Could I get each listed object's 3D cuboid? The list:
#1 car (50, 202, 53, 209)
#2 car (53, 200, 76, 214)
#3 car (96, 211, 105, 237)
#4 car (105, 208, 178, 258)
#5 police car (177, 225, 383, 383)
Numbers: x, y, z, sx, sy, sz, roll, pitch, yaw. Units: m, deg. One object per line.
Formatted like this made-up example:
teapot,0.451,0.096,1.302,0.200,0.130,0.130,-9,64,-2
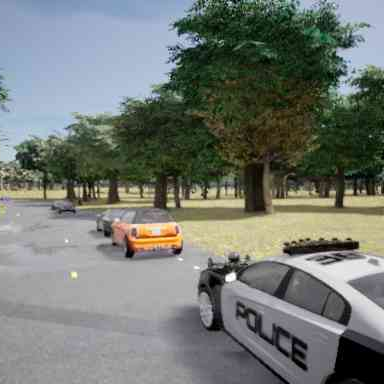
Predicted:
car,-20.049,1.949,49.840,2.033,1.411,5.357,-1,0,-28
car,-15.386,1.886,40.646,2.033,1.411,5.357,-1,0,-26
car,-4.379,1.673,19.244,1.812,1.442,4.674,-1,0,-23
car,-2.045,1.449,13.641,2.097,1.767,4.553,-1,0,-22
police car,1.603,1.433,4.405,1.930,1.638,5.238,0,0,-21
